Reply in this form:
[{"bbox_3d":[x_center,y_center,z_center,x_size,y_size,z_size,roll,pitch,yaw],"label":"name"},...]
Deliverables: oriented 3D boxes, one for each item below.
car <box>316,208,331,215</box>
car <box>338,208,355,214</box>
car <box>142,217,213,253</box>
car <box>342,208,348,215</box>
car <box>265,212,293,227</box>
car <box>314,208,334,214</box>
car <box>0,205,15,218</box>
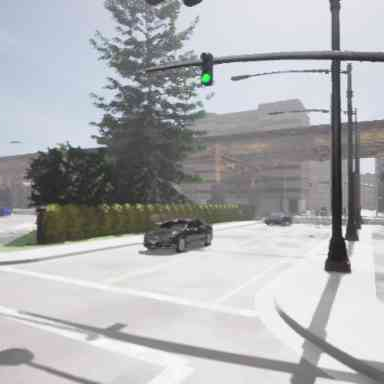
[{"bbox_3d":[27.319,4.010,68.823,4.974,1.542,2.038,2,-3,-37],"label":"car"},{"bbox_3d":[30.849,3.799,66.645,1.853,1.218,4.536,0,-2,8],"label":"car"},{"bbox_3d":[-0.561,2.057,16.726,1.837,1.490,4.892,-1,-2,28],"label":"car"},{"bbox_3d":[30.841,3.955,66.588,2.038,1.542,4.974,0,-2,8],"label":"car"},{"bbox_3d":[9.169,2.796,34.815,2.033,1.411,5.357,-1,-2,29],"label":"car"},{"bbox_3d":[27.362,3.854,68.860,4.536,1.218,1.853,2,-3,-37],"label":"car"},{"bbox_3d":[-28.567,3.036,49.959,1.882,1.535,5.008,1,-2,-17],"label":"car"}]
